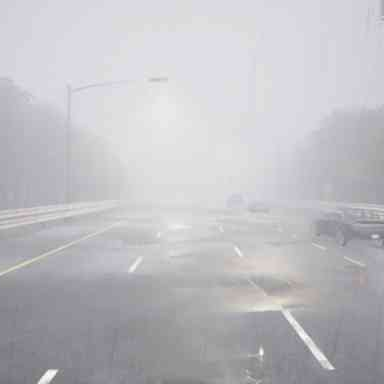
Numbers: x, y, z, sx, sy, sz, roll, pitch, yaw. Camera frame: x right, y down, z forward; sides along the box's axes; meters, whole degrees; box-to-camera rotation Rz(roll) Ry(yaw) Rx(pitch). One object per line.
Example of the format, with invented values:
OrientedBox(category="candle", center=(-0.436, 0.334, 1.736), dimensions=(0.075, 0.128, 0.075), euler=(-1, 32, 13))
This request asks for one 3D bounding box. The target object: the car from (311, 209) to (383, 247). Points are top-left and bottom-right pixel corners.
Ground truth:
OrientedBox(category="car", center=(7.003, 1.495, 15.138), dimensions=(2.128, 1.511, 4.902), euler=(0, 0, 0))

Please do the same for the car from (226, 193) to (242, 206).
OrientedBox(category="car", center=(7.006, 1.259, 55.100), dimensions=(2.150, 2.045, 5.566), euler=(0, 0, 0))

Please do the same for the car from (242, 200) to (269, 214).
OrientedBox(category="car", center=(7.003, 1.576, 36.096), dimensions=(1.994, 1.385, 4.181), euler=(0, 0, 0))
